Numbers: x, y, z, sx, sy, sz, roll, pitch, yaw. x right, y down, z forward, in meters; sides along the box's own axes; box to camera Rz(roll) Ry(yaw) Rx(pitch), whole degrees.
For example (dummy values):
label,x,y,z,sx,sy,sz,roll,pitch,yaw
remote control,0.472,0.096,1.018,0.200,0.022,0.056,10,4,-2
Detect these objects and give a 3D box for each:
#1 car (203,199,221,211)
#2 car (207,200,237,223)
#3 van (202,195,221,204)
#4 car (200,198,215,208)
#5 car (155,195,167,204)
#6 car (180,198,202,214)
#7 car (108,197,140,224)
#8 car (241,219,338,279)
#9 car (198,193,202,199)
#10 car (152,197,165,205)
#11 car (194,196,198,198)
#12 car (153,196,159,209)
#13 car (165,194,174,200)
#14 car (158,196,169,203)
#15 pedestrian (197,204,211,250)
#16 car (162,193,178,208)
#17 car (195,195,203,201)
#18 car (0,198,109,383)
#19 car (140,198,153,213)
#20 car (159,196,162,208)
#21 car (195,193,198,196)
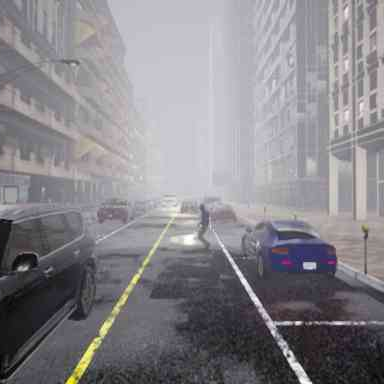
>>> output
label,x,y,z,sx,sy,sz,roll,pitch,yaw
car,2.295,1.554,30.504,1.802,1.307,4.206,1,0,-1
car,2.346,1.556,24.967,1.802,1.307,4.206,1,0,-1
van,2.247,1.312,36.037,1.690,1.788,3.998,1,0,-1
car,2.143,1.553,47.108,1.802,1.307,4.206,0,0,-1
car,-5.887,1.417,63.634,1.967,1.590,4.097,1,0,-1
car,-0.238,1.572,35.210,1.895,1.301,4.718,0,0,0
car,-5.531,1.289,24.884,2.192,1.841,5.009,1,0,-1
car,2.662,1.514,9.882,1.812,1.442,4.674,0,0,-1
car,2.196,1.286,41.572,2.192,1.841,5.009,1,0,-1
car,-5.838,1.518,58.098,1.887,1.381,4.507,1,0,-1
car,-0.392,1.572,47.303,1.895,1.301,4.718,0,0,0
car,-5.686,1.521,41.490,2.008,1.369,4.403,1,0,-1
car,-6.142,1.451,91.312,1.967,1.590,4.097,0,0,-1
car,-5.939,1.525,69.170,1.887,1.381,4.507,0,0,-1
pedestrian,0.464,1.278,12.708,0.375,1.860,0.375,1,-1,-1
car,-3.280,1.192,48.544,2.150,2.045,5.566,0,0,0
car,1.786,1.528,86.027,1.752,1.417,4.829,0,0,-1
car,-2.888,1.215,4.373,2.150,2.045,5.566,0,0,-1
car,-5.635,1.553,35.954,1.802,1.307,4.206,1,0,-1
car,-5.737,1.553,47.027,1.802,1.307,4.206,1,0,-1
car,1.838,1.559,80.320,1.947,1.339,4.313,0,0,-1
